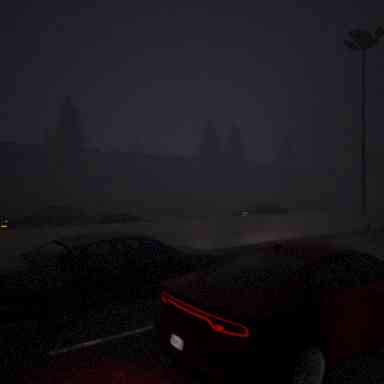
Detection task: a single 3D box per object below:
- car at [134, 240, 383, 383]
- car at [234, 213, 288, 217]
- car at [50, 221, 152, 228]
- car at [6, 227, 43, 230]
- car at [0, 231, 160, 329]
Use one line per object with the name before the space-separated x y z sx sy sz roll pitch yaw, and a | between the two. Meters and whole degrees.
car | 1.853 1.479 5.066 5.008 1.535 1.882 0 0 -35
car | 5.014 1.485 24.761 5.008 1.535 1.882 0 0 -35
car | -3.625 1.566 14.303 4.181 1.385 1.994 0 0 -35
car | -8.464 1.507 19.451 4.892 1.490 1.837 0 0 -35
car | -1.548 1.549 6.941 5.357 1.411 2.033 0 0 -35
